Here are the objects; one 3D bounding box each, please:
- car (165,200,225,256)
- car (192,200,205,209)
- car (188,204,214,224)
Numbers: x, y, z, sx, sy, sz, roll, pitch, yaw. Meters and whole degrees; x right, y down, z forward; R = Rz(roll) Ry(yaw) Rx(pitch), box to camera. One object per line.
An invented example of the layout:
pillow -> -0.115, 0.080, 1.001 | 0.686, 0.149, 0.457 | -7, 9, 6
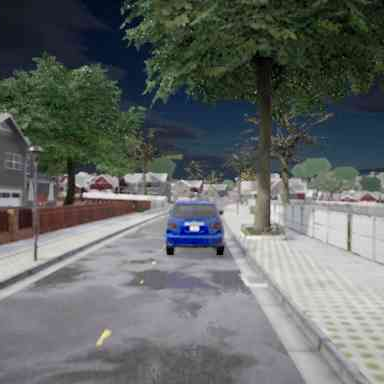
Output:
car -> 0.163, 1.350, 13.938 | 2.150, 2.045, 5.566 | 0, 0, 2
car -> 1.207, 2.206, 59.427 | 1.994, 1.385, 4.181 | 0, -1, 8
car -> 0.866, 1.832, 28.861 | 2.033, 1.411, 5.357 | 0, -1, 4
